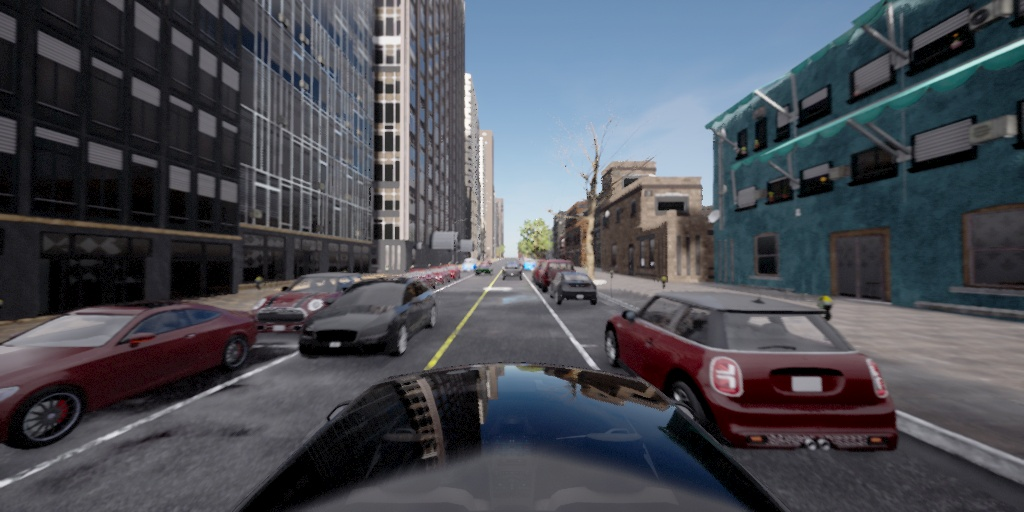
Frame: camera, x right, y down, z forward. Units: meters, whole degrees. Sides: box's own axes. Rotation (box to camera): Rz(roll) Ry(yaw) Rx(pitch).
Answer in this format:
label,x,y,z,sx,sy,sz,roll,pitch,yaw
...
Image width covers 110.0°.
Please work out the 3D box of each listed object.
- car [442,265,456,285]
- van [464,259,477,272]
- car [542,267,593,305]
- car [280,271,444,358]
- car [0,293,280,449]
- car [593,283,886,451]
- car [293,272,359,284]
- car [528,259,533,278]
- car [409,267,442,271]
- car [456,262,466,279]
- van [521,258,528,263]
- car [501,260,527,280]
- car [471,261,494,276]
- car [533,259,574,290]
label,x,y,z,sx,sy,sz,roll,pitch,yaw
car,-5.726,1.472,27.395,1.802,1.307,4.207,0,0,0
van,-5.761,1.325,49.581,1.690,1.789,3.998,0,0,0
car,2.672,1.376,16.314,2.007,1.370,4.403,0,0,0
car,-3.105,1.296,8.720,1.837,1.490,4.892,0,0,0
car,-5.691,1.358,5.208,1.802,1.307,4.207,0,0,0
car,2.689,1.206,5.222,1.967,1.591,4.097,0,0,0
car,-5.700,1.246,10.754,1.967,1.591,4.097,0,0,0
car,2.655,1.195,27.409,2.192,1.841,5.009,0,0,0
car,-5.718,1.445,21.846,1.802,1.307,4.207,0,0,0
car,-5.735,1.460,32.941,1.888,1.381,4.507,0,0,0
van,2.611,1.337,55.142,1.690,1.789,3.998,0,0,0
car,0.037,1.404,33.721,2.128,1.511,4.902,0,0,0
car,-3.067,1.544,40.170,1.895,1.301,4.718,0,0,0
car,2.664,1.168,21.860,2.192,1.841,5.009,0,0,0
